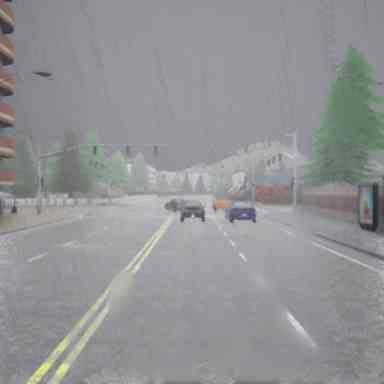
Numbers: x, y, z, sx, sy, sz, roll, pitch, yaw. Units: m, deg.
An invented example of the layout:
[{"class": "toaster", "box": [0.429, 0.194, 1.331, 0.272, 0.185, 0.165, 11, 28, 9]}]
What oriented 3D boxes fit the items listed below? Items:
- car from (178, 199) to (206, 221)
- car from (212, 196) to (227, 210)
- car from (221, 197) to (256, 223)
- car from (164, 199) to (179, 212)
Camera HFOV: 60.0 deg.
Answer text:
[{"class": "car", "box": [0.051, 1.444, 26.111, 1.837, 1.490, 4.892, 0, 0, 0]}, {"class": "car", "box": [3.593, 1.250, 40.522, 2.097, 1.767, 4.553, 0, 0, 0]}, {"class": "car", "box": [3.597, 1.418, 25.229, 1.882, 1.535, 5.008, 0, 0, 0]}, {"class": "car", "box": [-1.617, 1.441, 36.729, 2.033, 1.411, 5.357, 0, 0, -19]}]
